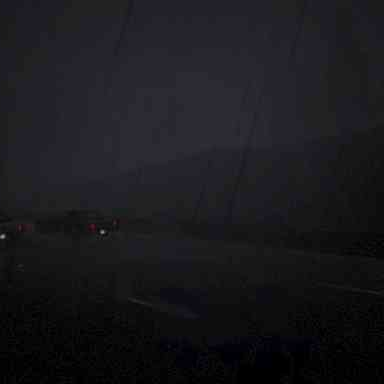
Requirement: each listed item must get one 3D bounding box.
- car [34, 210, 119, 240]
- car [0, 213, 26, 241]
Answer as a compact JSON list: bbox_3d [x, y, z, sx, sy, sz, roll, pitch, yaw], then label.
[{"bbox_3d":[-5.986,1.572,16.859,4.718,1.301,1.895,0,0,35],"label":"car"},{"bbox_3d":[-9.706,1.568,15.211,4.718,1.301,1.895,0,0,36],"label":"car"}]
